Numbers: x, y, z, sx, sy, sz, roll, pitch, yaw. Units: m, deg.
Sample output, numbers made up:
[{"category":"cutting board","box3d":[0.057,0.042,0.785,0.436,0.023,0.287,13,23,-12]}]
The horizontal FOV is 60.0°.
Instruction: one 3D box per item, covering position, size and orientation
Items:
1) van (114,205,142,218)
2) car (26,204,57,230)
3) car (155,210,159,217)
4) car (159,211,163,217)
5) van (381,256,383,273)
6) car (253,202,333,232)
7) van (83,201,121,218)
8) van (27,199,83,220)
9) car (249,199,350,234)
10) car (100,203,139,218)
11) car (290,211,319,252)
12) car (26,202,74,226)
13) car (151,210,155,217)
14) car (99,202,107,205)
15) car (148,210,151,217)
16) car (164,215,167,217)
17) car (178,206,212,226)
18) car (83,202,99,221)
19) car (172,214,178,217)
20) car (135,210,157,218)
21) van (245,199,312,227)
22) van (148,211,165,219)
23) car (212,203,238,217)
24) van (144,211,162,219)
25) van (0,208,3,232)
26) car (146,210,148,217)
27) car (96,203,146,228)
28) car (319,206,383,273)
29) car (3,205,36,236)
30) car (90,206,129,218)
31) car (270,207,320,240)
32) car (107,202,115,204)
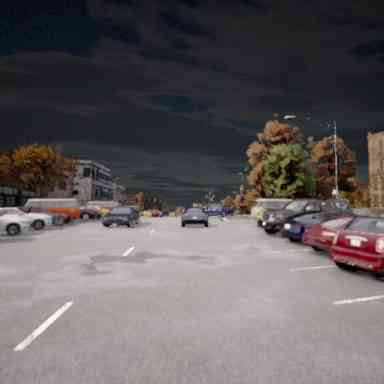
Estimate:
[{"category":"van","box3d":[-10.834,3.312,56.267,4.442,1.987,1.878,1,-5,-19]},{"category":"car","box3d":[-11.347,1.696,21.120,4.674,1.452,2.002,-1,-1,-20]},{"category":"car","box3d":[-10.616,5.009,73.738,4.892,1.521,2.231,1,-5,-19]},{"category":"car","box3d":[-10.545,5.254,79.592,5.566,2.045,2.435,1,-5,-19]},{"category":"van","box3d":[6.302,1.291,6.609,4.442,1.987,1.878,1,0,-20]},{"category":"car","box3d":[6.507,1.554,21.628,4.553,1.767,2.185,1,-1,-20]},{"category":"van","box3d":[-11.263,2.193,41.562,4.442,1.987,1.878,0,-3,-19]},{"category":"van","box3d":[-11.414,1.551,26.940,4.442,1.987,1.878,0,-1,-20]},{"category":"car","box3d":[6.438,1.383,18.610,5.566,2.045,2.435,1,-1,-20]},{"category":"car","box3d":[-11.011,2.797,50.385,5.566,2.045,2.435,1,-5,-19]},{"category":"car","box3d":[6.422,1.604,12.638,4.674,1.452,2.002,1,-1,-20]},{"category":"car","box3d":[-11.295,1.737,24.054,4.792,1.488,2.163,0,-1,-20]},{"category":"car","box3d":[-10.907,4.509,67.832,5.366,1.575,1.946,1,-5,-19]},{"category":"car","box3d":[-11.254,1.974,32.827,4.892,1.521,2.231,0,-2,-19]},{"category":"car","box3d":[-11.016,4.019,61.992,5.366,1.575,1.946,1,-5,-19]},{"category":"car","box3d":[-10.294,6.515,91.271,5.008,1.535,2.097,1,-5,-19]},{"category":"car","box3d":[0.211,1.821,25.396,1.994,1.385,4.181,0,-1,0]},{"category":"car","box3d":[-11.283,1.864,29.902,5.008,1.535,2.097,0,-2,-20]},{"category":"car","box3d":[-3.829,6.827,94.189,2.033,1.411,5.357,0,-5,1]},{"category":"car","box3d":[-10.605,5.130,76.670,4.553,1.767,2.185,1,-5,-19]},{"category":"van","box3d":[6.385,1.505,24.573,4.442,1.987,1.878,1,-2,-19]},{"category":"van","box3d":[-10.141,6.548,94.255,4.442,1.987,1.878,1,-6,-19]},{"category":"car","box3d":[3.997,2.228,42.127,2.097,1.767,4.553,-5,-3,38]},{"category":"van","box3d":[-10.466,6.034,88.327,4.442,1.987,1.878,1,-5,-19]},{"category":"van","box3d":[-11.486,1.350,15.209,4.442,1.987,1.878,-1,0,-20]},{"category":"car","box3d":[-10.918,3.809,59.114,4.792,1.488,2.163,1,-5,-19]},{"category":"car","box3d":[-4.968,1.780,24.158,2.033,1.411,5.357,0,-1,1]},{"category":"car","box3d":[6.387,1.413,9.639,4.553,1.767,2.185,1,-1,-20]},{"category":"car","box3d":[-11.363,1.653,18.181,4.674,1.452,2.002,-1,-1,-20]},{"category":"car","box3d":[-11.105,2.608,44.504,4.892,1.521,2.231,0,-3,-19]},{"category":"car","box3d":[6.468,1.627,15.643,4.792,1.488,2.163,1,-1,-20]},{"category":"car","box3d":[-11.391,2.098,35.682,5.366,1.575,1.946,0,-3,-19]}]
